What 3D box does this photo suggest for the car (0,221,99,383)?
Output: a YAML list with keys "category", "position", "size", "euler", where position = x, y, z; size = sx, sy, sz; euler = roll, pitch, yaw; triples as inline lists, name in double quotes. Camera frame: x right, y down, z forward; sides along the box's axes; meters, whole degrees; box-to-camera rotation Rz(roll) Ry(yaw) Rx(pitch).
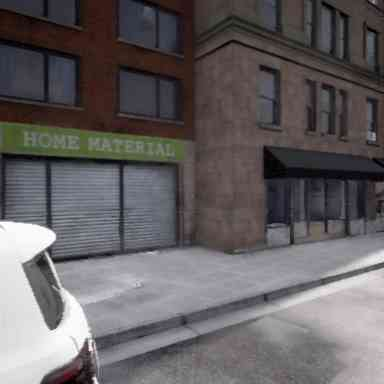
- category: "car"
  position: [-3.137, 1.232, 1.142]
  size: [5.566, 2.045, 2.150]
  euler: [0, 0, -36]
